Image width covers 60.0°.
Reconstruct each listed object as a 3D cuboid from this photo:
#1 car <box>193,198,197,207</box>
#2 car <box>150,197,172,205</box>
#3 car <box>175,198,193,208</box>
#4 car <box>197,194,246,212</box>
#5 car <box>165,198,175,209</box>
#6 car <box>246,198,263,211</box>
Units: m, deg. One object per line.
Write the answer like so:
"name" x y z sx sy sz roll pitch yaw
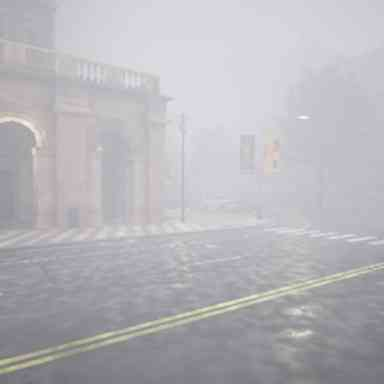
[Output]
"car" 1.012 1.576 49.414 2.033 1.411 5.357 0 0 -36
"car" -5.466 1.556 58.576 1.812 1.442 4.674 0 0 -35
"car" -2.606 1.574 48.462 2.033 1.411 5.357 0 0 -36
"car" 3.413 1.247 39.986 2.150 2.045 5.566 0 0 -35
"car" -4.710 1.618 45.985 1.895 1.301 4.718 0 0 -36
"car" 6.654 1.532 41.472 1.837 1.490 4.892 0 0 -35
